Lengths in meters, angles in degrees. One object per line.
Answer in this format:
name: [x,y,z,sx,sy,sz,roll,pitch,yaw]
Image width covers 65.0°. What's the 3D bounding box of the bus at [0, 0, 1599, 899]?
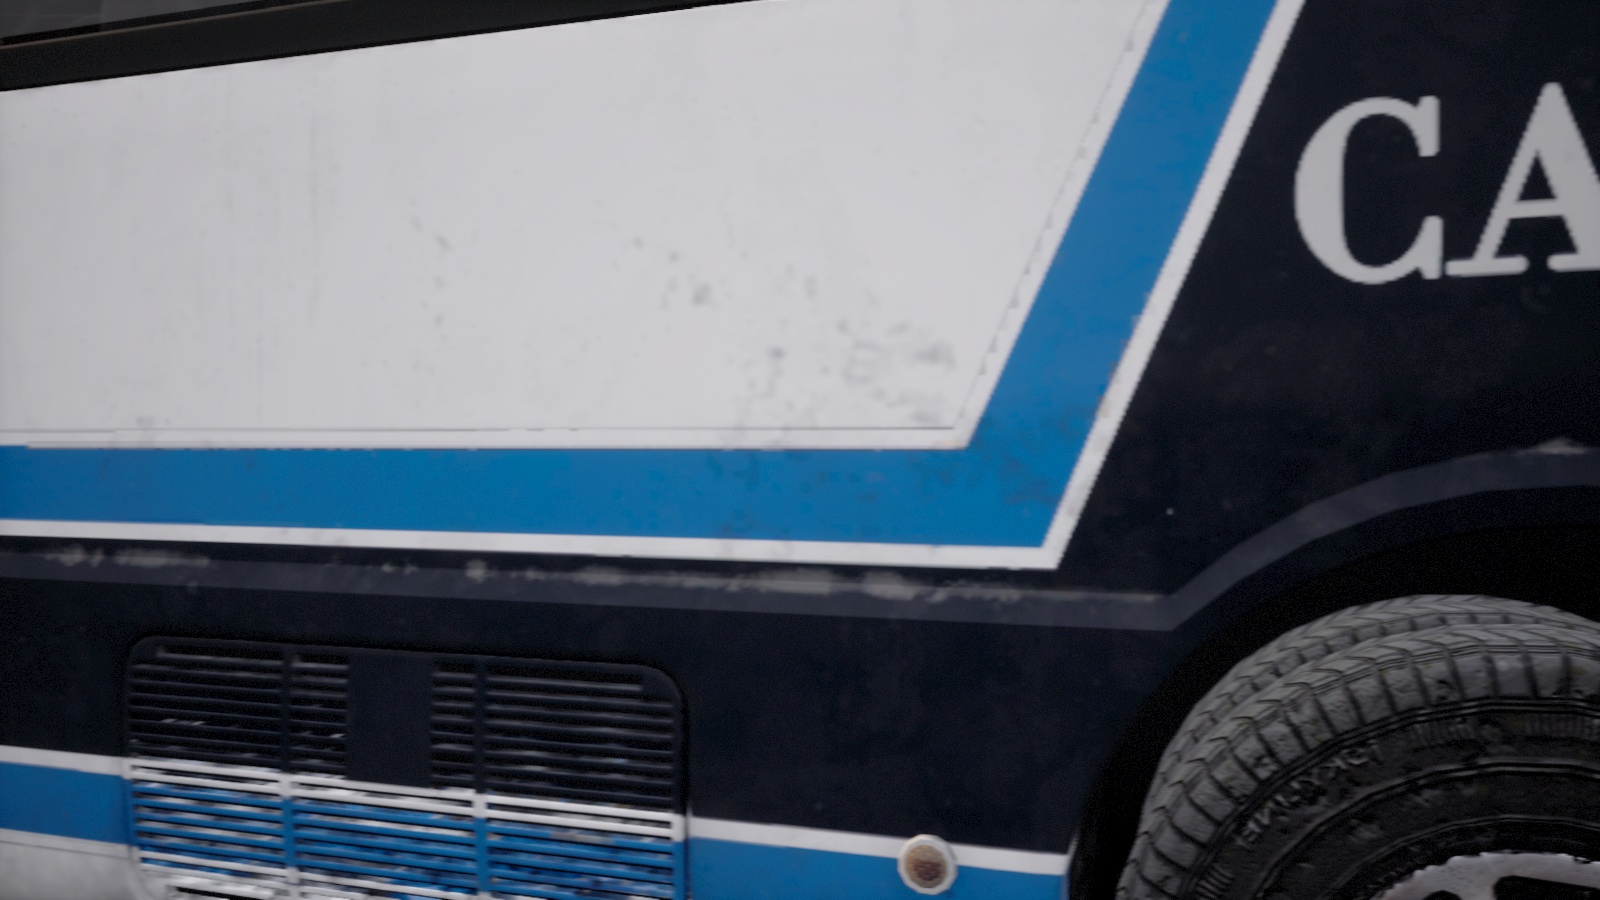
bus: [-1.083,-0.619,4.064,10.273,4.253,3.944,1,1,19]
